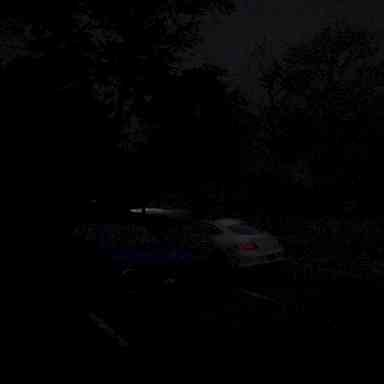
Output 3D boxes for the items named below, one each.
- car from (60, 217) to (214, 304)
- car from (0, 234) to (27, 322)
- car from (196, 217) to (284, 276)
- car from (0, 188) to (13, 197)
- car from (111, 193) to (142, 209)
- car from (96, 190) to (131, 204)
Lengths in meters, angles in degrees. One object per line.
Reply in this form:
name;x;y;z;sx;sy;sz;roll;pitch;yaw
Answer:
car;-1.900;1.462;8.461;2.097;1.535;5.008;0;0;-36
car;-4.558;1.481;6.550;2.231;1.521;4.892;0;0;-36
car;0.668;1.486;10.284;2.002;1.452;4.674;0;0;-36
car;-23.571;0.563;43.049;5.566;2.045;2.150;0;0;-31
car;-7.018;1.008;37.958;2.128;1.511;4.902;-4;3;-38
car;-10.959;0.588;46.180;4.553;1.767;2.097;0;3;33
